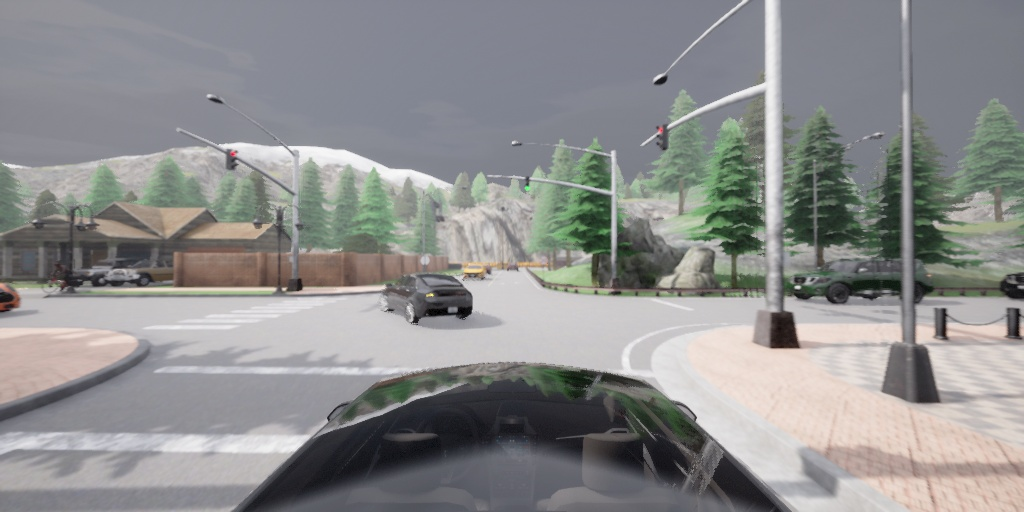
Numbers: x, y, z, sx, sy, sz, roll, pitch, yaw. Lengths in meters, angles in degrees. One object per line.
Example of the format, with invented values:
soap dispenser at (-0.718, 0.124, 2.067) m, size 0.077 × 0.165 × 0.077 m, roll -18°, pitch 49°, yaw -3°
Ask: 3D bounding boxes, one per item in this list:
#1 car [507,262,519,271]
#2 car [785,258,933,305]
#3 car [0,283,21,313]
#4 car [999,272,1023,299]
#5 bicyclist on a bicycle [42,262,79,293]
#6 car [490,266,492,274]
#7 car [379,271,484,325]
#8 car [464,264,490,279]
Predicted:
car at (0.141, 1.749, 58.396) m, size 1.812 × 1.442 × 4.674 m, roll 0°, pitch -1°, yaw 0°
car at (16.032, 1.109, 16.699) m, size 5.566 × 2.045 × 2.150 m, roll 0°, pitch 0°, yaw -1°
car at (-19.936, 1.179, 12.120) m, size 4.553 × 1.767 × 2.097 m, roll 0°, pitch 0°, yaw -1°
car at (26.674, 1.108, 16.815) m, size 5.566 × 2.045 × 2.150 m, roll 0°, pitch 0°, yaw -1°
bicyclist on a bicycle at (-24.542, 1.170, 19.517) m, size 0.582 × 1.620 × 1.656 m, roll 0°, pitch -1°, yaw -1°
car at (-3.534, 1.713, 45.013) m, size 1.895 × 1.301 × 4.718 m, roll 0°, pitch 0°, yaw 0°
car at (-3.102, 1.341, 12.476) m, size 1.837 × 1.490 × 4.892 m, roll 3°, pitch -2°, yaw -35°
car at (-3.552, 1.505, 34.871) m, size 1.882 × 1.535 × 5.008 m, roll 0°, pitch 0°, yaw 0°
